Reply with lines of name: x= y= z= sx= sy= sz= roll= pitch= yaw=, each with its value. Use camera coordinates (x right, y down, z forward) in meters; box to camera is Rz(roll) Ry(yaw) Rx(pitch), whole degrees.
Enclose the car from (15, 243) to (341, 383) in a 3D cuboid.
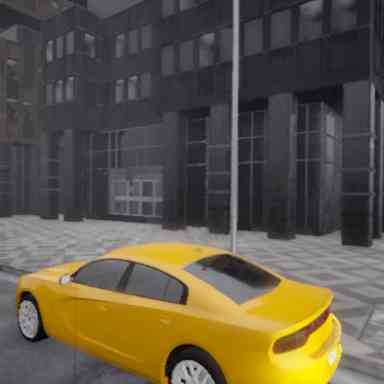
car: x=-0.606 y=1.487 z=4.795 sx=5.008 sy=1.535 sz=1.882 roll=0 pitch=0 yaw=36
